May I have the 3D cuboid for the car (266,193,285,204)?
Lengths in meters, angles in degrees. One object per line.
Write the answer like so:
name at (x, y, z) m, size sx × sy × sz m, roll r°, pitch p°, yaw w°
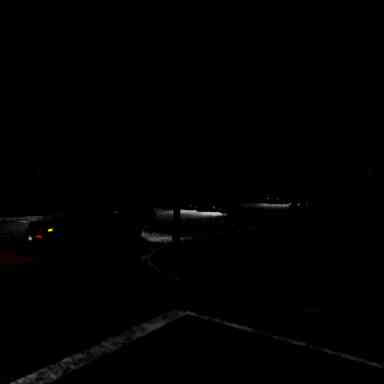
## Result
car at (13.606, 0.982, 53.215) m, size 2.097 × 1.767 × 4.553 m, roll 1°, pitch 1°, yaw 35°

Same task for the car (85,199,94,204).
car at (-7.193, 1.243, 26.303) m, size 1.837 × 1.490 × 4.892 m, roll 1°, pitch 1°, yaw 39°

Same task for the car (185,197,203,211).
car at (1.107, 1.292, 36.732) m, size 1.994 × 1.385 × 4.181 m, roll 1°, pitch 1°, yaw 38°

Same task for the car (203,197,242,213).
car at (3.379, 1.337, 33.960) m, size 1.994 × 1.385 × 4.181 m, roll 1°, pitch 1°, yaw 38°

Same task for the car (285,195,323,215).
car at (11.143, 1.205, 32.326) m, size 2.097 × 1.767 × 4.553 m, roll 1°, pitch 1°, yaw 38°

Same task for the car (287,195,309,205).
car at (16.250, 1.238, 50.905) m, size 1.994 × 1.385 × 4.181 m, roll 1°, pitch 1°, yaw 35°

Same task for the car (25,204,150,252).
car at (-4.102, 1.392, 13.210) m, size 1.812 × 1.442 × 4.674 m, roll 1°, pitch 1°, yaw 39°

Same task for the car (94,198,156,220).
car at (-4.534, 1.346, 24.027) m, size 1.994 × 1.385 × 4.181 m, roll 1°, pitch 1°, yaw 39°
